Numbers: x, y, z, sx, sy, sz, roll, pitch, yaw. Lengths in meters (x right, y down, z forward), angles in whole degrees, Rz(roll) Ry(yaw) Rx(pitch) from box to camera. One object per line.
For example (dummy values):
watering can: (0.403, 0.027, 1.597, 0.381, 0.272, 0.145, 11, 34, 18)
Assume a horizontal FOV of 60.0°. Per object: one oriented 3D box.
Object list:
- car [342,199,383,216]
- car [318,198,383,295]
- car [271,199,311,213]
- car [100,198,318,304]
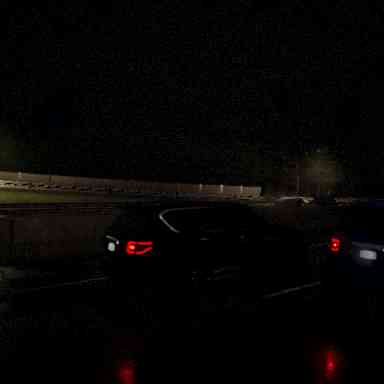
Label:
car: (17.374, 1.529, 33.568, 5.008, 1.535, 1.882, 0, 0, -35)
car: (5.370, 1.229, 7.576, 5.566, 2.045, 2.150, 0, 0, -35)
car: (11.314, 1.550, 37.846, 4.892, 1.490, 1.837, 0, 0, -35)
car: (0.520, 1.225, 8.415, 5.566, 2.045, 2.150, 0, 0, -35)
